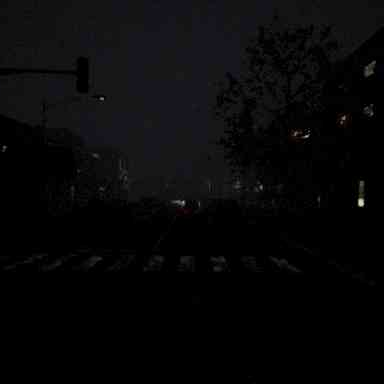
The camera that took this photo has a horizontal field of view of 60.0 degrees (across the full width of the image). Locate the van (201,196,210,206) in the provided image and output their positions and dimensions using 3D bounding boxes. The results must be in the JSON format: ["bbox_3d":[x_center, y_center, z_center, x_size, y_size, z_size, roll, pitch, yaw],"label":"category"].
[{"bbox_3d":[2.642,1.734,65.920,1.690,1.788,3.998,0,0,0],"label":"van"}]

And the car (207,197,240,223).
[{"bbox_3d":[2.677,1.487,27.113,2.192,1.841,5.009,0,0,0],"label":"car"}]

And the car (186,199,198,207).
[{"bbox_3d":[-0.039,1.876,57.969,1.994,1.385,4.181,1,0,0],"label":"car"}]

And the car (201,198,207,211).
[{"bbox_3d":[2.661,1.818,43.743,2.008,1.369,4.403,0,0,0],"label":"car"}]

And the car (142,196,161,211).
[{"bbox_3d":[-5.718,1.471,43.737,2.192,1.841,5.009,0,0,0],"label":"car"}]

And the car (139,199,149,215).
[{"bbox_3d":[-5.709,1.674,32.648,1.802,1.307,4.206,0,0,0],"label":"car"}]

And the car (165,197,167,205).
[{"bbox_3d":[-5.728,1.785,54.824,1.947,1.339,4.313,0,0,0],"label":"car"}]

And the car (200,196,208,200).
[{"bbox_3d":[2.646,1.801,60.375,1.967,1.590,4.097,0,0,0],"label":"car"}]

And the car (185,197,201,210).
[{"bbox_3d":[-0.030,1.730,47.519,1.882,1.535,5.008,1,0,0],"label":"car"}]

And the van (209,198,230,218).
[{"bbox_3d":[2.672,1.545,32.656,1.690,1.788,3.998,0,0,0],"label":"van"}]

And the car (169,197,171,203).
[{"bbox_3d":[-5.749,1.910,76.999,1.947,1.339,4.313,0,0,0],"label":"car"}]

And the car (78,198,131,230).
[{"bbox_3d":[-5.698,1.344,21.561,2.192,1.841,5.009,0,0,0],"label":"car"}]

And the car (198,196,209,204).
[{"bbox_3d":[2.632,1.770,77.008,2.192,1.841,5.009,0,0,0],"label":"car"}]

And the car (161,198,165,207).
[{"bbox_3d":[-5.722,1.502,49.281,2.192,1.841,5.009,0,0,0],"label":"car"}]

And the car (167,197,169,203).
[{"bbox_3d":[-5.733,1.795,60.368,1.887,1.381,4.507,0,0,0],"label":"car"}]

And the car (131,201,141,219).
[{"bbox_3d":[-5.704,1.606,27.104,1.887,1.381,4.507,0,0,0],"label":"car"}]
